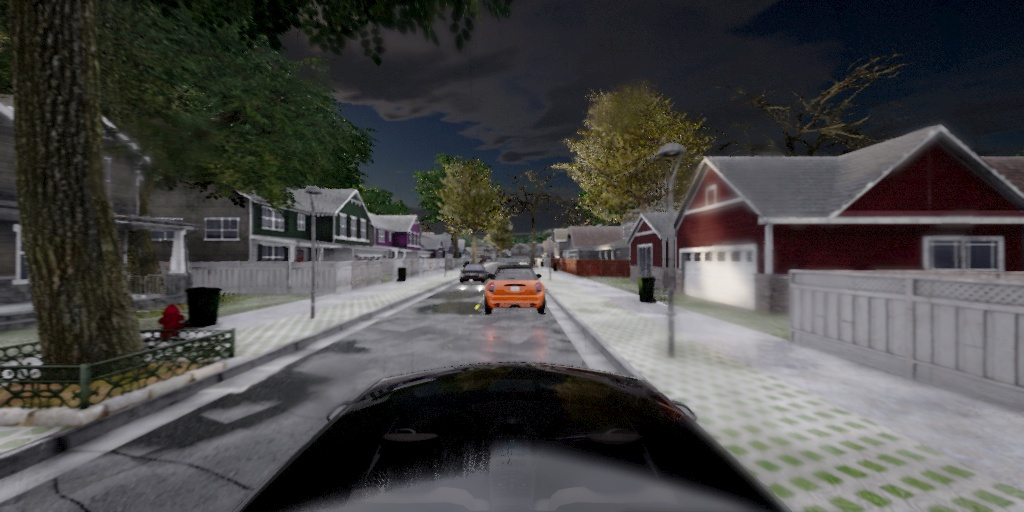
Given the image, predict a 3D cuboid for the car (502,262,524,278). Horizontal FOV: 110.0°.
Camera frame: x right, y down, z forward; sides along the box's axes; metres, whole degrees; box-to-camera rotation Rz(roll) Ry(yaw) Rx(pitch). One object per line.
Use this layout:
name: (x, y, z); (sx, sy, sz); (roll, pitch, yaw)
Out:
car: (0.107, 1.335, 36.377); (2.033, 1.411, 5.357); (0, 0, 0)

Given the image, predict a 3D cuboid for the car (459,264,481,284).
car: (-2.844, 1.320, 27.616); (2.033, 1.411, 5.357); (0, 0, 0)

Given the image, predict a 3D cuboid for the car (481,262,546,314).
car: (0.101, 1.109, 14.004); (2.097, 1.767, 4.553); (0, 0, 0)
